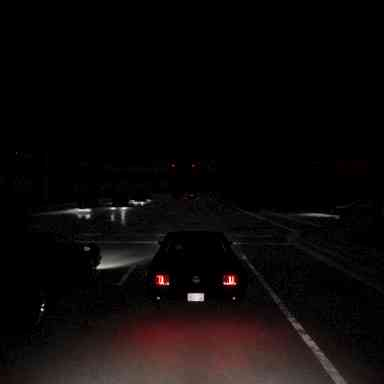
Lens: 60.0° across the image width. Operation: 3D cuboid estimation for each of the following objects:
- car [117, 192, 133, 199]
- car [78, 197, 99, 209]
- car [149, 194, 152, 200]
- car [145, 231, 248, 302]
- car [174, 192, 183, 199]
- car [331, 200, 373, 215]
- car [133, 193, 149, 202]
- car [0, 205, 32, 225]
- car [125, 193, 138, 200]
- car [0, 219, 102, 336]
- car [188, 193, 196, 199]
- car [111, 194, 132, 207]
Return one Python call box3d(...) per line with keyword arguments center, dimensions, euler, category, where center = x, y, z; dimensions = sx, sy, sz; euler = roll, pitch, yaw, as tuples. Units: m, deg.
box3d(center=(-14.004, 0.955, 66.645), dimensions=(2.150, 2.045, 5.566), euler=(0, 0, 0), category="car")
box3d(center=(-14.093, 1.442, 45.469), dimensions=(2.128, 1.511, 4.902), euler=(0, 0, 0), category="car")
box3d(center=(-10.488, 1.074, 78.162), dimensions=(2.033, 1.411, 5.357), euler=(0, 1, 0), category="car")
box3d(center=(0.084, 1.601, 8.193), dimensions=(1.895, 1.301, 4.718), euler=(0, 0, 0), category="car")
box3d(center=(-3.487, 0.758, 84.668), dimensions=(2.097, 1.767, 4.553), euler=(0, 1, 0), category="car")
box3d(center=(16.161, 1.526, 32.830), dimensions=(4.674, 1.442, 1.812), euler=(0, 0, -2), category="car")
box3d(center=(-10.502, 1.284, 67.352), dimensions=(1.994, 1.385, 4.181), euler=(0, 1, 0), category="car")
box3d(center=(-10.598, 1.601, 17.913), dimensions=(1.895, 1.301, 4.718), euler=(0, 0, 0), category="car")
box3d(center=(-13.988, 1.031, 77.173), dimensions=(1.882, 1.535, 5.008), euler=(0, 1, 0), category="car")
box3d(center=(-3.419, 1.547, 6.812), dimensions=(2.033, 1.411, 5.357), euler=(0, 0, 0), category="car")
box3d(center=(0.013, 1.000, 81.176), dimensions=(2.128, 1.511, 4.902), euler=(0, 1, 0), category="car")
box3d(center=(-10.553, 1.432, 49.087), dimensions=(1.837, 1.490, 4.892), euler=(0, 0, 0), category="car")
